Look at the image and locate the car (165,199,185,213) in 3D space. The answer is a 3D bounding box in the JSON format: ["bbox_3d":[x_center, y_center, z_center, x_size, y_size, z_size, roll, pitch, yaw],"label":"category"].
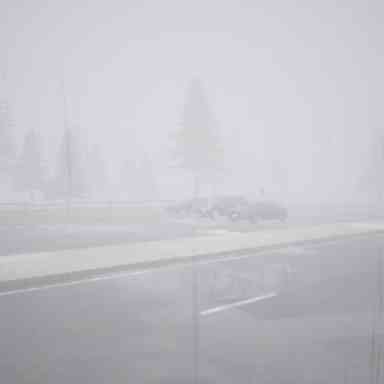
[{"bbox_3d":[0.108,1.132,26.671,5.008,1.535,1.882,0,0,-36],"label":"car"}]

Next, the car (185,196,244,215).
[{"bbox_3d":[2.165,1.009,23.839,4.553,1.767,2.097,0,0,-36],"label":"car"}]

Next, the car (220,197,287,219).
[{"bbox_3d":[4.173,1.206,20.972,4.181,1.385,1.994,0,0,-36],"label":"car"}]
